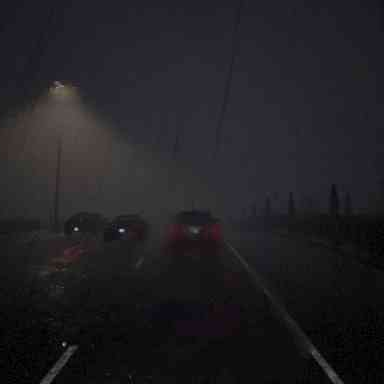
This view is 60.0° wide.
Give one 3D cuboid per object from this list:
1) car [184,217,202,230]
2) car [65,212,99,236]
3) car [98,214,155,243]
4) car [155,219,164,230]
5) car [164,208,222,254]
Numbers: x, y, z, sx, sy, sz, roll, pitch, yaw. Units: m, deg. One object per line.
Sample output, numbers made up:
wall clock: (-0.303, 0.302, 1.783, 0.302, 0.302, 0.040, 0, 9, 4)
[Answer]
car: (0.093, 3.612, 37.751, 1.994, 1.385, 4.181, 0, -7, 0)
car: (-6.904, 2.110, 22.262, 1.837, 1.490, 4.892, 0, -4, 0)
car: (-3.403, 1.935, 18.109, 1.994, 1.385, 4.181, 0, -3, 0)
car: (-3.406, 3.848, 39.491, 1.895, 1.301, 4.718, 0, -6, 0)
car: (0.097, 1.572, 14.503, 2.097, 1.767, 4.553, 0, -2, 0)
